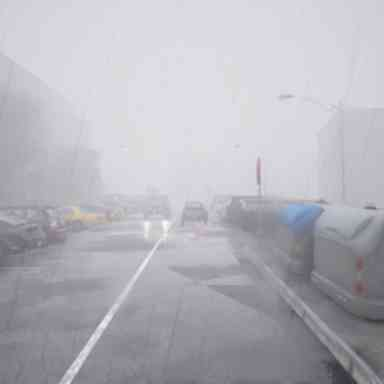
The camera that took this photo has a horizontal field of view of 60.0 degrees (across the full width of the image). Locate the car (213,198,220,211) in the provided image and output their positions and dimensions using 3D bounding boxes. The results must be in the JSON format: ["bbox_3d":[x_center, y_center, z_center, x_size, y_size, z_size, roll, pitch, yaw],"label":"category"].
[{"bbox_3d":[4.655,1.542,31.115,4.792,1.488,2.163,0,0,0],"label":"car"}]

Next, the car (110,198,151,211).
[{"bbox_3d":[-7.675,1.578,42.129,4.792,1.488,2.163,0,-1,0],"label":"car"}]

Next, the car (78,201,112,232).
[{"bbox_3d":[-7.833,1.498,19.801,5.366,1.575,1.946,0,0,0],"label":"car"}]

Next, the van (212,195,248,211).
[{"bbox_3d":[4.802,1.326,42.392,4.442,1.987,1.878,0,-1,0],"label":"van"}]

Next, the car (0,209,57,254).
[{"bbox_3d":[-7.642,1.493,11.420,4.892,1.521,2.231,0,0,0],"label":"car"}]

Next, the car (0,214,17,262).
[{"bbox_3d":[-7.654,1.491,8.626,4.892,1.521,2.231,0,0,0],"label":"car"}]

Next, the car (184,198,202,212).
[{"bbox_3d":[0.105,1.542,40.080,2.128,1.511,4.902,0,-1,0],"label":"car"}]

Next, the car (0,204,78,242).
[{"bbox_3d":[-7.616,1.370,14.212,4.553,1.767,2.185,0,0,0],"label":"car"}]

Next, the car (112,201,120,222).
[{"bbox_3d":[-7.676,1.533,22.593,4.792,1.488,2.163,0,0,0],"label":"car"}]

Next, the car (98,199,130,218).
[{"bbox_3d":[-7.832,1.504,25.388,5.366,1.575,1.946,0,0,0],"label":"car"}]

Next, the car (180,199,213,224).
[{"bbox_3d":[0.119,1.516,24.686,2.128,1.511,4.902,0,0,-2],"label":"car"}]

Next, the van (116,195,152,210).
[{"bbox_3d":[-7.762,1.368,44.919,4.442,1.987,1.878,0,-1,0],"label":"van"}]

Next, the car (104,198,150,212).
[{"bbox_3d":[-7.645,1.525,39.297,5.008,1.535,2.097,0,0,0],"label":"car"}]

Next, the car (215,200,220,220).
[{"bbox_3d":[4.498,1.501,22.742,5.366,1.575,1.946,0,0,0],"label":"car"}]

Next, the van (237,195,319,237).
[{"bbox_3d":[4.799,1.272,17.286,4.442,1.987,1.878,0,0,0],"label":"van"}]

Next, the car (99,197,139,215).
[{"bbox_3d":[-7.617,1.545,33.769,4.792,1.488,2.163,0,0,0],"label":"car"}]

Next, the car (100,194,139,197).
[{"bbox_3d":[-7.617,1.267,36.563,5.566,2.045,2.435,0,0,0],"label":"car"}]

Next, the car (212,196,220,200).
[{"bbox_3d":[4.869,1.512,33.907,5.366,1.575,1.946,0,0,0],"label":"car"}]

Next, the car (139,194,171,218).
[{"bbox_3d":[-3.095,1.253,30.428,2.150,2.045,5.566,0,0,0],"label":"car"}]

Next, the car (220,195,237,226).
[{"bbox_3d":[4.711,1.250,20.077,5.566,2.045,2.435,0,0,0],"label":"car"}]
